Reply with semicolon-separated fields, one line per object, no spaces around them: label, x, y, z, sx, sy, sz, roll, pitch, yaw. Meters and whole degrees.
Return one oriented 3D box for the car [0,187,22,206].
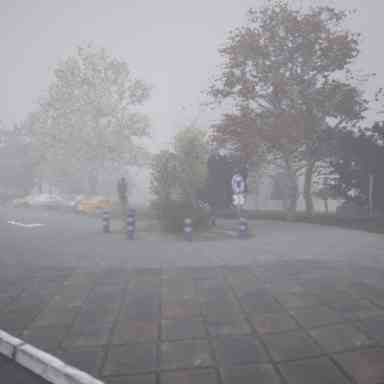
car;-21.103;0.489;39.212;2.435;2.045;5.566;2;1;36

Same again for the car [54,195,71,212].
car;-10.000;0.987;31.157;2.185;1.767;4.553;2;1;36

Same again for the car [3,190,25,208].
car;-16.753;0.888;35.790;1.946;1.575;5.366;2;1;36

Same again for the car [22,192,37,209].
car;-14.405;1.006;34.312;2.002;1.452;4.674;2;1;36

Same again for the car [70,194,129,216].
car;-7.782;1.188;29.502;2.097;1.535;5.008;2;1;36

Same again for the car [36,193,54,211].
car;-12.180;1.071;32.664;2.163;1.488;4.792;2;1;36
